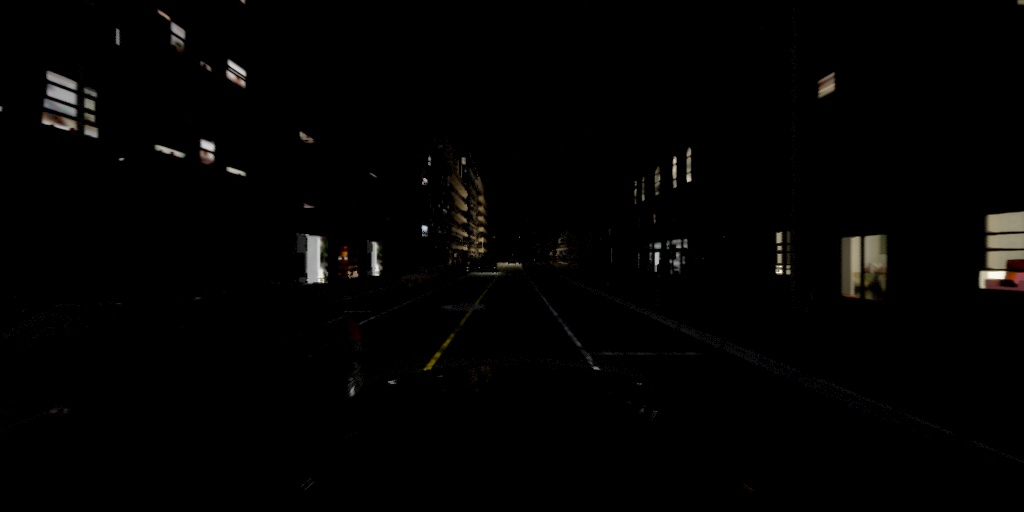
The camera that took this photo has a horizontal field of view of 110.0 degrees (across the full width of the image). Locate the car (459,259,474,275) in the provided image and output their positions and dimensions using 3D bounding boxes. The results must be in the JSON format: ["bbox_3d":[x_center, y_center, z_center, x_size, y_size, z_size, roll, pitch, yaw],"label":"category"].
[{"bbox_3d":[-5.684,1.344,39.703,1.948,1.339,4.313,0,0,0],"label":"car"}]

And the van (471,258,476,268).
[{"bbox_3d":[-5.682,1.148,56.794,1.690,1.789,3.998,0,0,0],"label":"van"}]

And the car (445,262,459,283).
[{"bbox_3d":[-5.686,1.311,28.311,1.888,1.381,4.507,0,0,0],"label":"car"}]

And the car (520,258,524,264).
[{"bbox_3d":[2.699,1.352,56.789,1.888,1.381,4.507,0,0,0],"label":"car"}]

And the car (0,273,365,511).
[{"bbox_3d":[-3.100,1.103,3.111,2.097,1.767,4.553,0,0,0],"label":"car"}]

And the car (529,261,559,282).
[{"bbox_3d":[2.695,1.316,28.307,2.007,1.370,4.403,0,0,0],"label":"car"}]

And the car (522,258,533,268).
[{"bbox_3d":[2.698,1.378,51.092,1.802,1.307,4.207,0,0,0],"label":"car"}]

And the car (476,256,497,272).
[{"bbox_3d":[-3.068,1.014,46.709,2.150,2.045,5.566,0,-1,0],"label":"car"}]

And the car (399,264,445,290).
[{"bbox_3d":[-5.687,1.287,22.444,1.751,1.417,4.829,0,0,0],"label":"car"}]

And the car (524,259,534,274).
[{"bbox_3d":[2.697,1.323,39.699,1.888,1.381,4.507,0,0,0],"label":"car"}]
